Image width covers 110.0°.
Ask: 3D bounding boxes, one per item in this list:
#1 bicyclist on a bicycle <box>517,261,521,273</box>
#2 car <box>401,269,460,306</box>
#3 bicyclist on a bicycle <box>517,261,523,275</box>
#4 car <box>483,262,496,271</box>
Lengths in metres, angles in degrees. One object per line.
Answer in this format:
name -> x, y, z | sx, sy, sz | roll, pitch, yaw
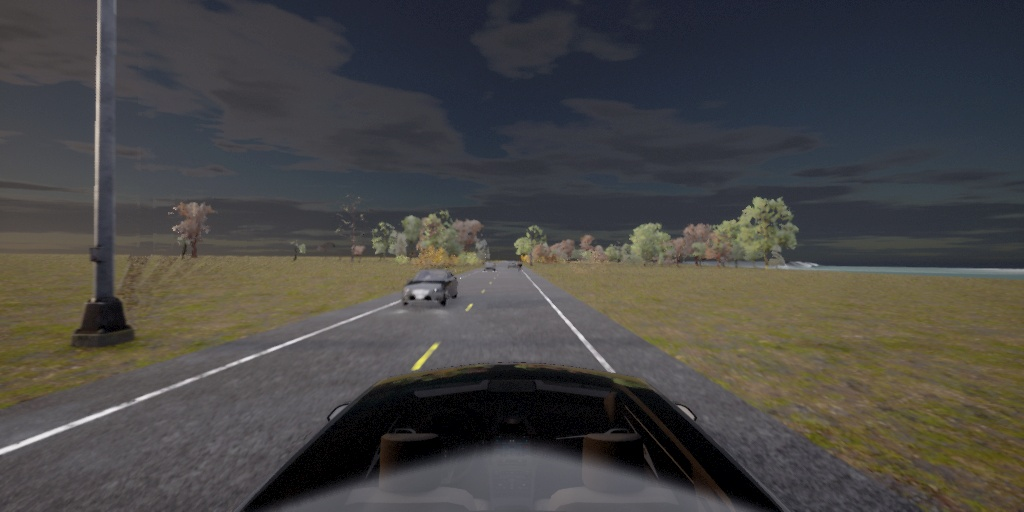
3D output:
bicyclist on a bicycle -> 0.957, 1.584, 50.514 | 0.582, 1.620, 1.656 | 0, -1, 0
car -> -3.600, 1.360, 16.520 | 2.128, 1.511, 4.902 | 0, -1, 0
bicyclist on a bicycle -> 0.957, 1.435, 41.758 | 0.659, 1.776, 1.843 | 0, 0, 0
car -> -3.540, 1.702, 57.669 | 1.837, 1.490, 4.892 | 0, 0, 1
